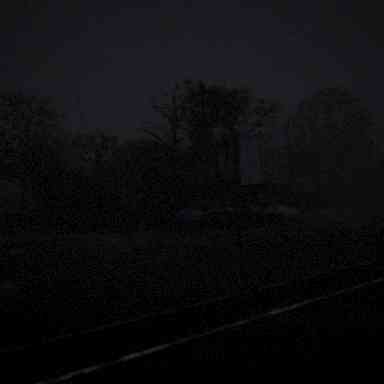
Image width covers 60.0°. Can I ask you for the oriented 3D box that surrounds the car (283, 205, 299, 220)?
[{"bbox_3d":[7.774,1.922,31.071,2.002,1.452,4.674,-1,-1,-33],"label":"car"}]

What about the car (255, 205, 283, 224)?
[{"bbox_3d":[5.142,1.929,29.341,2.097,1.535,5.008,-1,-1,-33],"label":"car"}]

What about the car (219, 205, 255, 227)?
[{"bbox_3d":[2.419,1.978,27.526,2.231,1.521,4.892,-1,-1,-33],"label":"car"}]

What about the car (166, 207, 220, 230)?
[{"bbox_3d":[-0.313,2.065,25.720,2.002,1.452,4.674,-1,-1,-33],"label":"car"}]
